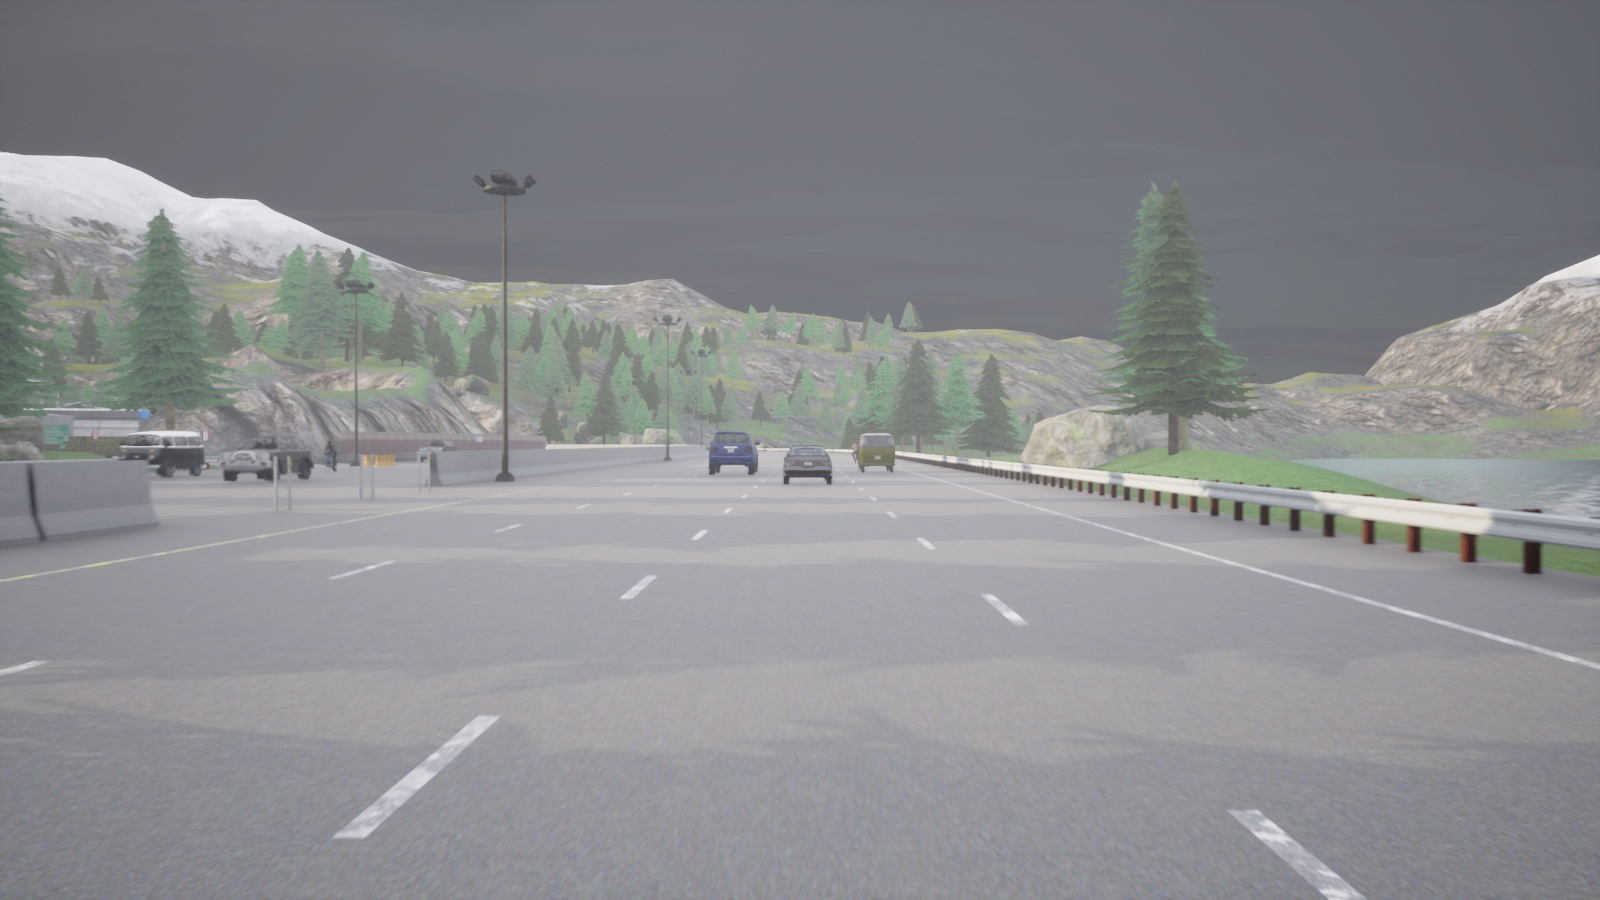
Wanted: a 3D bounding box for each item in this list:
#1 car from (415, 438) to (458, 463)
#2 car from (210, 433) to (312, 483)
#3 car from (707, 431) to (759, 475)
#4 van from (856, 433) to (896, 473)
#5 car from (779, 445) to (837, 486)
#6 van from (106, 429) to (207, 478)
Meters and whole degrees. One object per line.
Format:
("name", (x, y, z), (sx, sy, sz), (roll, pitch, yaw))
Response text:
("car", (-27.485, -0.003, 95.192), (1.932, 1.855, 4.605), (0, 0, 0))
("car", (-20.727, 0.268, 48.516), (1.932, 1.855, 4.605), (0, 0, 0))
("car", (-3.167, 0.119, 60.281), (2.150, 2.045, 5.566), (0, 0, 0))
("van", (3.854, 0.136, 64.251), (1.775, 1.987, 4.442), (0, 0, 0))
("car", (0.270, 0.527, 46.821), (2.033, 1.411, 5.357), (0, 0, 0))
("van", (-27.698, 0.139, 54.246), (2.069, 2.038, 4.480), (0, 0, 0))
